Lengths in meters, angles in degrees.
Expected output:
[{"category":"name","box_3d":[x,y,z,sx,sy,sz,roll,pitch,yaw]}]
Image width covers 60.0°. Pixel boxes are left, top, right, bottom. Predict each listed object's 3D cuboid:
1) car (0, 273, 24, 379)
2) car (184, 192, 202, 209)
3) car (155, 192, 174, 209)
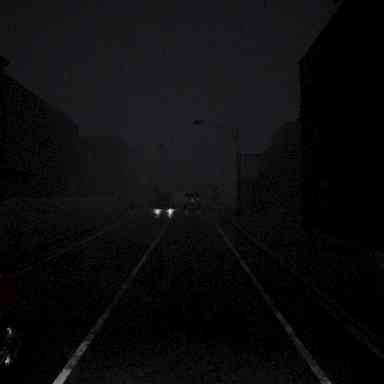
[{"category":"car","box_3d":[-3.236,1.352,2.442,2.097,1.767,4.553,0,0,0]},{"category":"car","box_3d":[0.091,1.030,42.987,2.150,2.045,5.566,0,0,1]},{"category":"car","box_3d":[-3.515,1.031,43.097,2.150,2.045,5.566,0,0,0]}]
